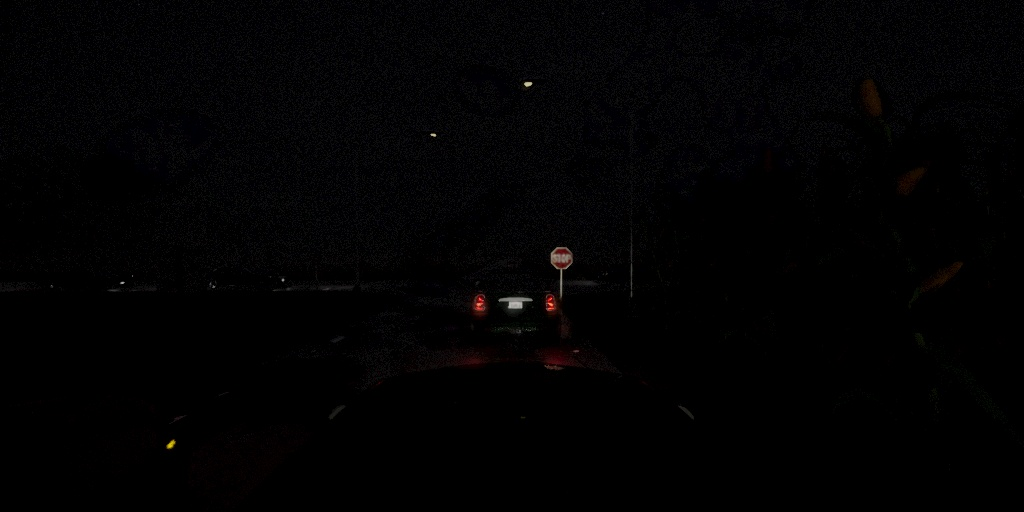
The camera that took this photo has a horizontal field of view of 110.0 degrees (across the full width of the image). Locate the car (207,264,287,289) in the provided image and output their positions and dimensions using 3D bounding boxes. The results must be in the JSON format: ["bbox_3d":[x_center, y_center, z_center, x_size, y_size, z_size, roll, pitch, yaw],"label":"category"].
[{"bbox_3d":[-17.330,1.301,23.269,4.902,1.511,2.128,0,2,0],"label":"car"}]

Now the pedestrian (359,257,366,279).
[{"bbox_3d":[-12.252,0.983,29.271,0.375,1.860,0.375,0,2,0],"label":"pedestrian"}]

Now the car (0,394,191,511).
[{"bbox_3d":[-2.829,1.276,0.244,1.812,1.442,4.674,0,0,0],"label":"car"}]

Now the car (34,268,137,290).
[{"bbox_3d":[-27.452,1.434,23.210,4.718,1.301,1.895,0,2,0],"label":"car"}]

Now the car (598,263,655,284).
[{"bbox_3d":[8.693,1.249,26.383,4.674,1.442,1.812,0,2,0],"label":"car"}]

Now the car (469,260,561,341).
[{"bbox_3d":[0.027,1.098,10.000,2.097,1.767,4.553,0,0,-1],"label":"car"}]
